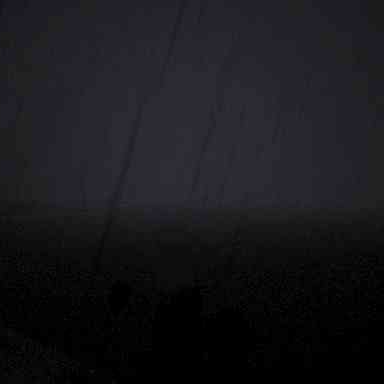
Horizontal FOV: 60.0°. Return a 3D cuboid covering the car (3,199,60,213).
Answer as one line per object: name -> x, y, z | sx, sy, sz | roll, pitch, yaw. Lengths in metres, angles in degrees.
car -> -15.928, 1.477, 33.910 | 1.882, 1.535, 5.008 | 0, 0, 35

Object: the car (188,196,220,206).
car -> 2.031, 1.478, 53.612 | 1.882, 1.535, 5.008 | 0, 0, 35

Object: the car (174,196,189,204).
car -> -1.192, 1.477, 61.125 | 1.882, 1.535, 5.008 | 0, 0, 35

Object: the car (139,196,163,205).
car -> -7.204, 1.477, 58.629 | 1.882, 1.535, 5.008 | 0, 0, 35

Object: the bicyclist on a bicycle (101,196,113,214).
bicyclist on a bicycle -> -8.025, 1.156, 31.722 | 1.656, 1.620, 0.582 | 33, 17, 27

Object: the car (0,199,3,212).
car -> -19.583, 1.477, 34.789 | 1.882, 1.535, 5.008 | 0, 0, 35

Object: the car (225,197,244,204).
car -> 7.995, 1.601, 62.230 | 1.895, 1.301, 4.718 | 0, 0, 35
